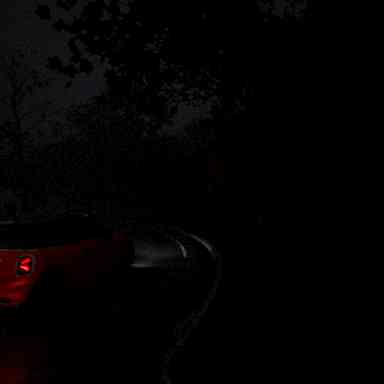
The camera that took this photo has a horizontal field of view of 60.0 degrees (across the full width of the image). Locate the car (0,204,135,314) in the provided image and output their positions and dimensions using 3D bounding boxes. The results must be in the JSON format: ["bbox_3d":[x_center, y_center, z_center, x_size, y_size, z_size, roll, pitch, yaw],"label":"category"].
[{"bbox_3d":[-3.102,1.329,7.908,2.097,1.767,4.553,0,0,15],"label":"car"}]

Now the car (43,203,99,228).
[{"bbox_3d":[-8.345,1.501,22.759,4.181,1.385,1.994,0,0,44],"label":"car"}]
